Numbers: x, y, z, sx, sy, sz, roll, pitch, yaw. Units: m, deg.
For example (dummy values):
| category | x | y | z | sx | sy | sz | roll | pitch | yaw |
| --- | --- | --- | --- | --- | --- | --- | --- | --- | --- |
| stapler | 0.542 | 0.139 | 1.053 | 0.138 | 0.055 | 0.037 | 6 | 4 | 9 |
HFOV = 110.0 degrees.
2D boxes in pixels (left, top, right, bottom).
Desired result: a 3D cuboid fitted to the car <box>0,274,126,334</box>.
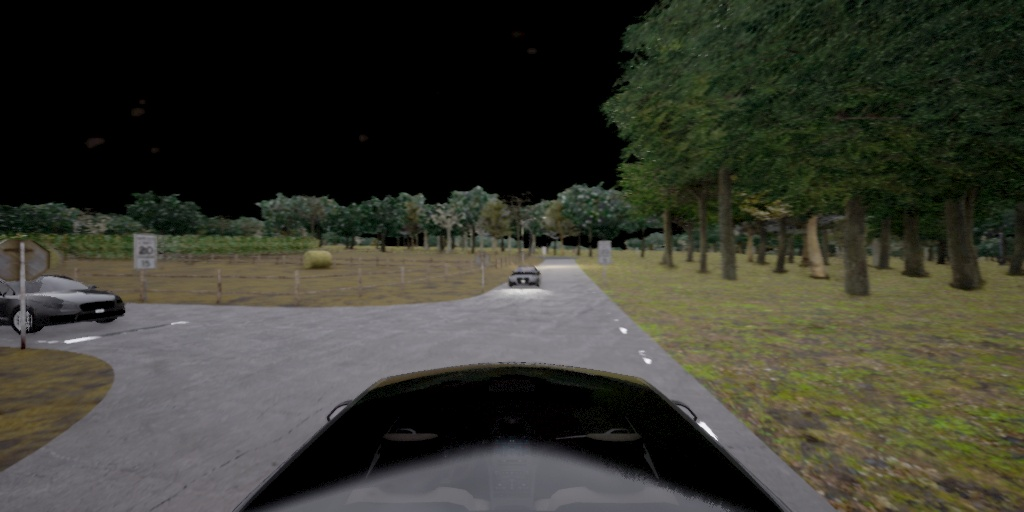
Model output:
| category | x | y | z | sx | sy | sz | roll | pitch | yaw |
| --- | --- | --- | --- | --- | --- | --- | --- | --- | --- |
| car | -13.748 | 1.251 | 10.160 | 4.892 | 1.490 | 1.837 | 0 | 0 | 7 |

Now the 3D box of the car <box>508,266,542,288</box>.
| category | x | y | z | sx | sy | sz | roll | pitch | yaw |
| --- | --- | --- | --- | --- | --- | --- | --- | --- | --- |
| car | 0.952 | 1.339 | 23.963 | 1.994 | 1.385 | 4.181 | -1 | 0 | 8 |
